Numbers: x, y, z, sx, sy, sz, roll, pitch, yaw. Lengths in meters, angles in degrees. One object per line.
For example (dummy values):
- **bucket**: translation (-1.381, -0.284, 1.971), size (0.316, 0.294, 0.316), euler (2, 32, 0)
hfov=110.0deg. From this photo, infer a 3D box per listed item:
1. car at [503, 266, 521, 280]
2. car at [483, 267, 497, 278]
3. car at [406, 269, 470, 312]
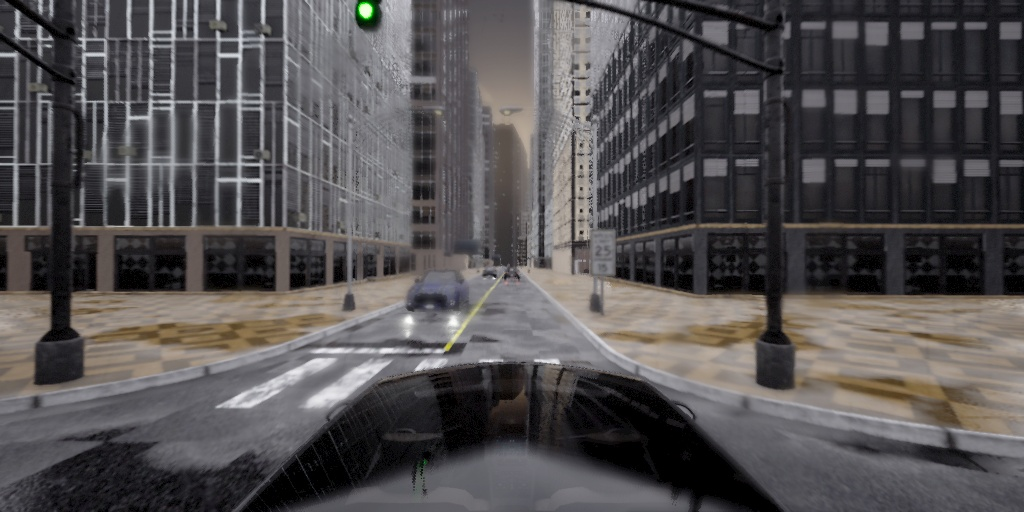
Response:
- **car**: translation (-0.004, 2.089, 43.657), size (1.812, 1.442, 4.674), euler (0, -1, 0)
- **car**: translation (-2.998, 2.227, 49.876), size (2.033, 1.411, 5.357), euler (0, -1, 0)
- **car**: translation (-3.097, 1.375, 15.821), size (2.097, 1.767, 4.553), euler (0, -1, 0)
